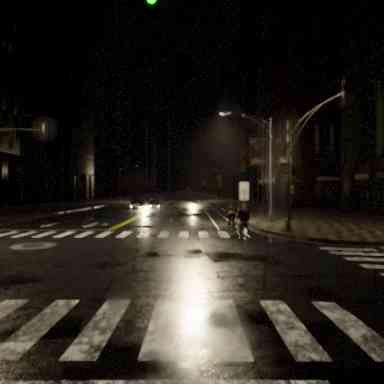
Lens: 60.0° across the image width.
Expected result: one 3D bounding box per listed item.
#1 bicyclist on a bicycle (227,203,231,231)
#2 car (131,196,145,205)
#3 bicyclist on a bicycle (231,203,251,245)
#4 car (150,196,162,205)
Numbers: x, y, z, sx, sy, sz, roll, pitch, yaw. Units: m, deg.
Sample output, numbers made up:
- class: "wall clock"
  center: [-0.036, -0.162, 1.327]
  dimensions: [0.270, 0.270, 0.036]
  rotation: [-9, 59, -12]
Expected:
- class: "bicyclist on a bicycle"
  center: [2.255, 1.465, 18.952]
  dimensions: [0.582, 1.620, 1.656]
  rotation: [0, 0, 0]
- class: "car"
  center: [-9.746, 1.519, 59.973]
  dimensions: [1.812, 1.442, 4.674]
  rotation: [0, 0, 0]
- class: "bicyclist on a bicycle"
  center: [2.261, 1.382, 14.643]
  dimensions: [0.659, 1.776, 1.843]
  rotation: [0, 0, 0]
- class: "car"
  center: [-6.496, 1.499, 59.973]
  dimensions: [1.837, 1.490, 4.892]
  rotation: [0, 0, 0]
